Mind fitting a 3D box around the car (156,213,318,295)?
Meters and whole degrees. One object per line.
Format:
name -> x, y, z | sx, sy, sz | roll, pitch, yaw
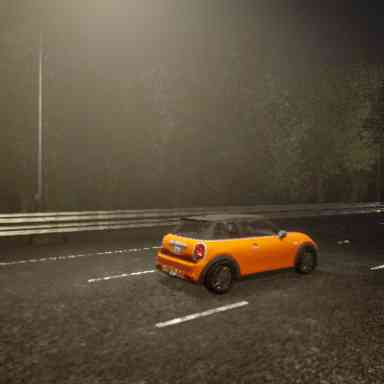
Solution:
car -> 1.383, 1.373, 9.032 | 4.553, 1.767, 2.097 | 0, 0, -36
